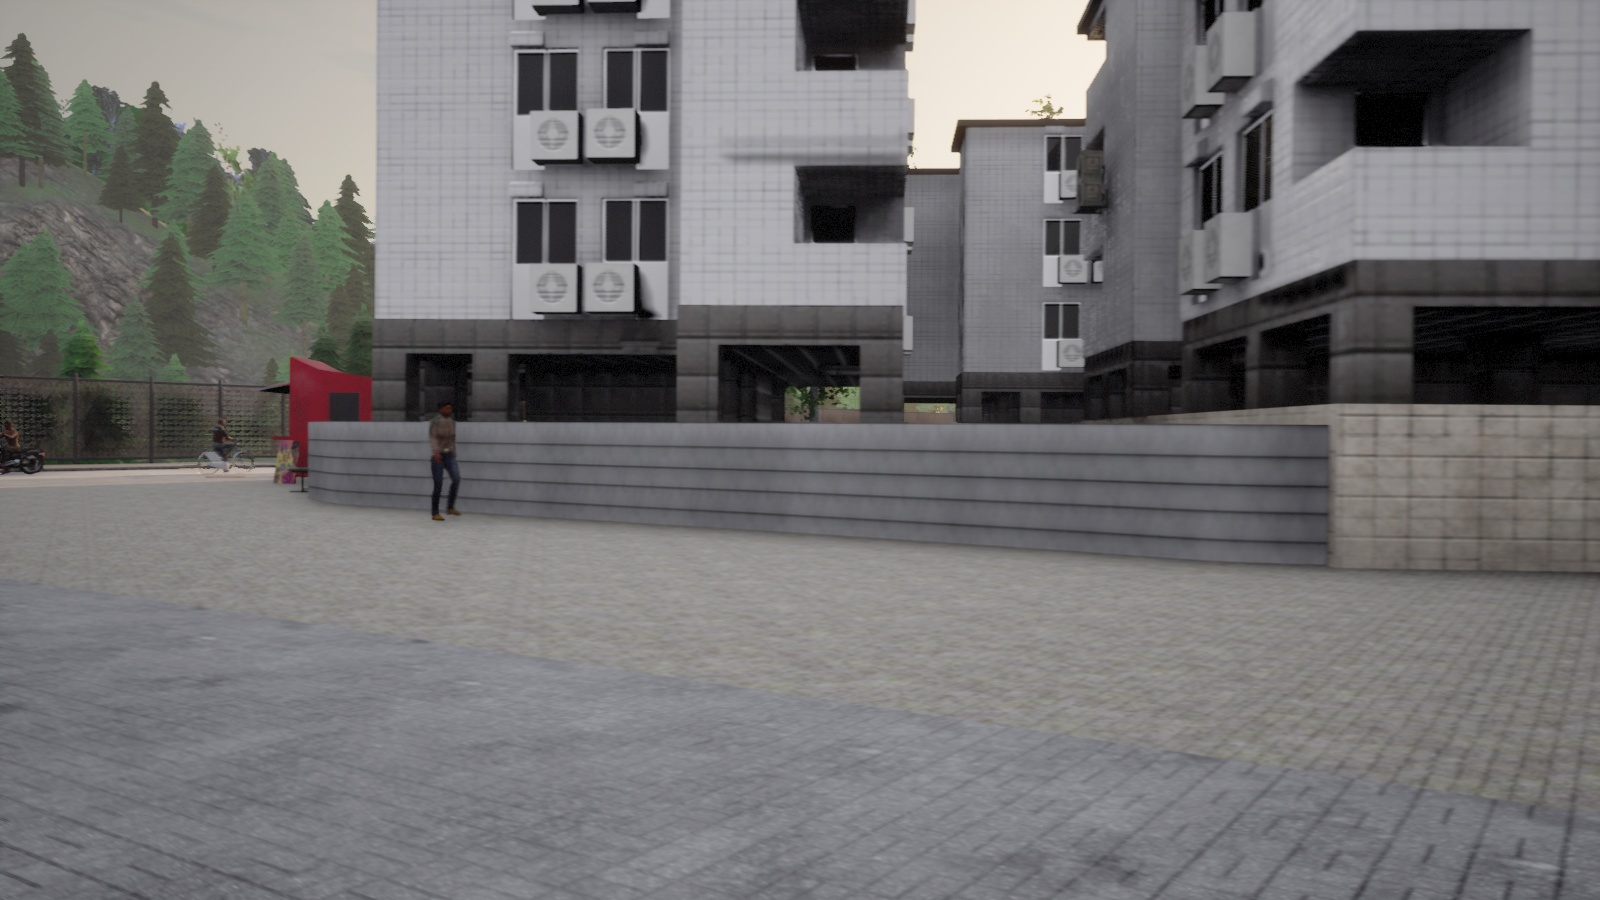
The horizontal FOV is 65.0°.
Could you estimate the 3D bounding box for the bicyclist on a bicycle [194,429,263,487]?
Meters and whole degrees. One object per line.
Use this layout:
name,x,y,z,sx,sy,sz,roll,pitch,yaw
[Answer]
bicyclist on a bicycle,-17.804,0.229,39.166,0.659,1.776,1.843,0,1,34

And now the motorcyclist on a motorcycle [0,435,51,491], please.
motorcyclist on a motorcycle,-23.763,0.386,37.423,0.766,1.649,2.350,0,1,34

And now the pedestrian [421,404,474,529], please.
pedestrian,-5.228,0.234,18.628,0.869,1.805,0.328,0,1,42
